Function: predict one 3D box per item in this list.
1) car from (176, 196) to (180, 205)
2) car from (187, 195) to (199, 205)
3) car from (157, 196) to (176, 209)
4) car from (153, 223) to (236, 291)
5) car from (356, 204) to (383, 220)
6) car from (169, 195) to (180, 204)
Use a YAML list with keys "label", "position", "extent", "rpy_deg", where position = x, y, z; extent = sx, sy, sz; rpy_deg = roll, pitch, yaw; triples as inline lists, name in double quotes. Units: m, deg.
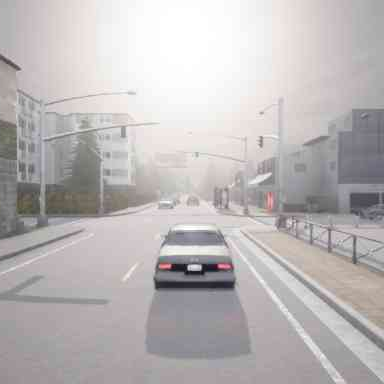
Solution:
- label: "car"
  position: [-3.508, 1.511, 55.832]
  extent: [1.837, 1.490, 4.892]
  rpy_deg: [0, 0, 0]
- label: "car"
  position: [0.183, 1.359, 60.146]
  extent: [2.097, 1.767, 4.553]
  rpy_deg: [0, 0, 0]
- label: "car"
  position: [-3.534, 1.530, 45.829]
  extent: [1.812, 1.442, 4.674]
  rpy_deg: [0, 0, 0]
- label: "car"
  position: [0.074, 1.549, 9.111]
  extent: [2.033, 1.411, 5.357]
  rpy_deg: [0, 0, 1]
- label: "car"
  position: [16.756, 1.743, 29.294]
  extent: [4.181, 1.385, 1.994]
  rpy_deg: [0, 0, 0]
- label: "car"
  position: [-3.440, 1.484, 65.973]
  extent: [1.882, 1.535, 5.008]
  rpy_deg: [0, 0, 0]
